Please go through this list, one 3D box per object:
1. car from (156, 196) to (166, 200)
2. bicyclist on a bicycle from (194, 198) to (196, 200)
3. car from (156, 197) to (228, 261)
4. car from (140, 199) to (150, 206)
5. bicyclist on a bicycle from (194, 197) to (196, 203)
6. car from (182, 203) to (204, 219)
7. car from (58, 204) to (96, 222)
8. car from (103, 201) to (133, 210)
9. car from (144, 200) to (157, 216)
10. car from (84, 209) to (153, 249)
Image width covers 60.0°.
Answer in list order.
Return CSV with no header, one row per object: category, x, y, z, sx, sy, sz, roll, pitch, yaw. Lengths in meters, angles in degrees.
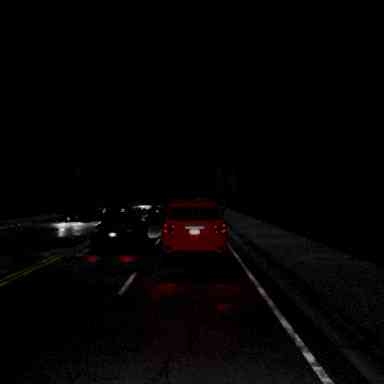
car,-6.497,1.860,71.111,2.150,2.045,5.566,0,-1,0
bicyclist on a bicycle,0.894,2.207,84.345,0.866,1.612,1.509,0,-1,0
car,0.089,1.324,12.763,2.150,2.045,5.566,0,0,0
car,-9.746,2.144,70.518,2.128,1.511,4.902,0,-1,0
bicyclist on a bicycle,0.898,2.226,93.344,0.659,1.776,1.843,0,0,0
car,0.100,1.831,33.438,2.033,1.411,5.357,0,-1,0
car,-9.849,1.792,29.179,2.033,1.411,5.357,0,0,0
car,-6.598,1.603,29.829,2.097,1.767,4.553,0,-1,0
car,-3.150,1.827,32.992,2.033,1.411,5.357,0,-1,0
car,-3.157,1.687,15.226,1.994,1.385,4.181,0,-1,0
